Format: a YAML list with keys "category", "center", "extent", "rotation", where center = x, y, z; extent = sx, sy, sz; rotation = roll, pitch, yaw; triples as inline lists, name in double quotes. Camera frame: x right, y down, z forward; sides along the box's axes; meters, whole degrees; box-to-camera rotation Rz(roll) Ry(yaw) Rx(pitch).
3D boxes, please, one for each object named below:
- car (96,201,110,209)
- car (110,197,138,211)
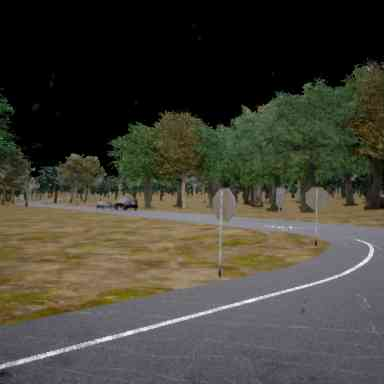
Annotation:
- category: "car"
  center: [-15.903, 2.293, 60.078]
  extent: [2.128, 1.511, 4.902]
  rotation: [2, -2, -34]
- category: "car"
  center: [-10.294, 1.861, 51.932]
  extent: [2.150, 2.045, 5.566]
  rotation: [2, -2, -34]
